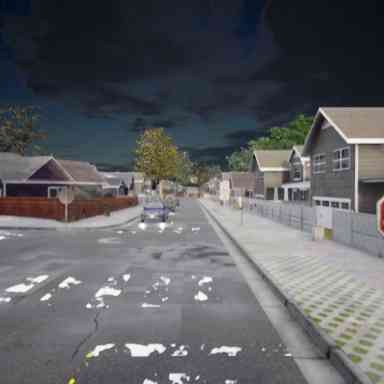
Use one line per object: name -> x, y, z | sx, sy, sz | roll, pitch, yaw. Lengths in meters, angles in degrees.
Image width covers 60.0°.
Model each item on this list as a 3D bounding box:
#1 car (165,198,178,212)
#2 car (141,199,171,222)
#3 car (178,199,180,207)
car -> -2.943, 1.519, 38.129 | 1.837, 1.490, 4.892 | 0, 0, 0
car -> -2.913, 1.525, 26.598 | 1.812, 1.442, 4.674 | 0, 0, 0
car -> -2.965, 1.604, 52.359 | 1.994, 1.385, 4.181 | 0, 0, 0
